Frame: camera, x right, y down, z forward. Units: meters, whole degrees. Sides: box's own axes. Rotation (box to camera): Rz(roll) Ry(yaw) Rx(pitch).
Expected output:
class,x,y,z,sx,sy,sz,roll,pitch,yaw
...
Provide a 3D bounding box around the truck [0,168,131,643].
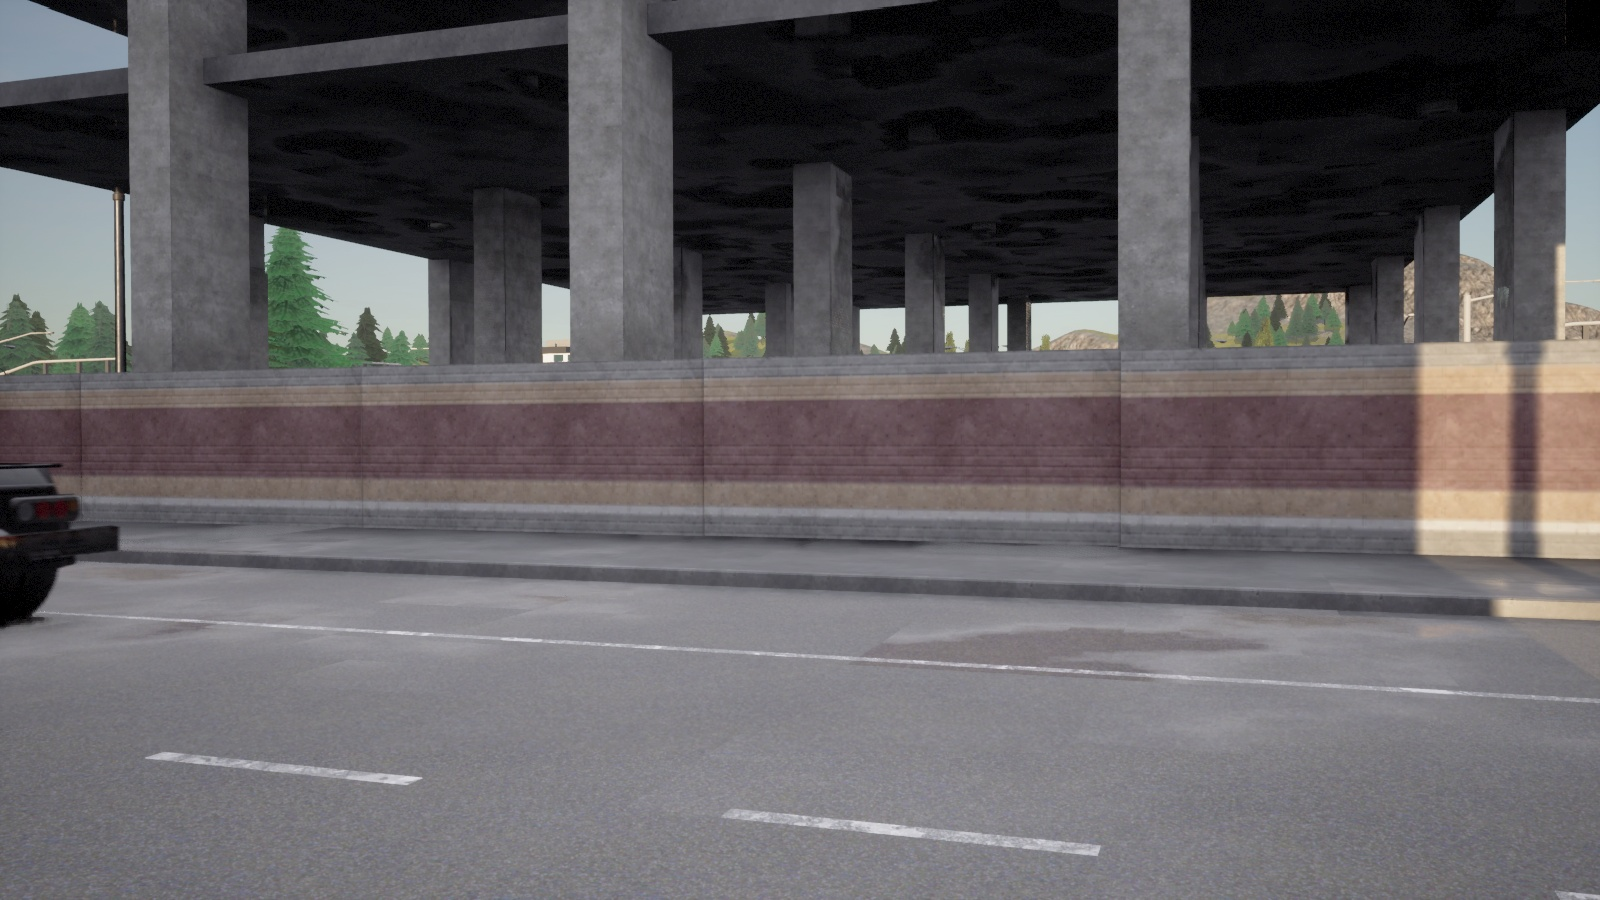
class,x,y,z,sx,sy,sz,roll,pitch,yaw
truck,-9.686,-0.354,10.143,7.936,3.462,2.891,1,1,19
